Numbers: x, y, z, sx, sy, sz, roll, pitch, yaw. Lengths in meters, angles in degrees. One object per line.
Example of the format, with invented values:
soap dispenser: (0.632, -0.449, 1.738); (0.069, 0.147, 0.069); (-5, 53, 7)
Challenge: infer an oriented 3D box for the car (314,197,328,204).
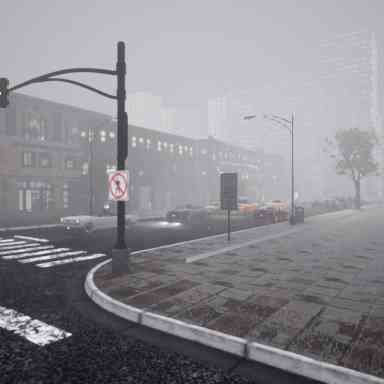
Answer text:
car: (28.219, 1.828, 72.579); (1.967, 1.590, 4.097); (0, -1, 35)

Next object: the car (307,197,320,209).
car: (19.336, 1.749, 49.864); (2.128, 1.511, 4.902); (0, 0, 35)

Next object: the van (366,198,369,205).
van: (31.898, 1.699, 63.241); (1.690, 1.788, 3.998); (0, -1, 35)

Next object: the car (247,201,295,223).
car: (6.519, 1.670, 27.044); (1.887, 1.381, 4.507); (0, 0, 35)

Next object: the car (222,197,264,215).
car: (5.539, 1.507, 35.783); (2.097, 1.767, 4.553); (0, 0, 35)

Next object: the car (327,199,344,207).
car: (25.127, 1.913, 58.102); (1.895, 1.301, 4.718); (0, 0, 35)

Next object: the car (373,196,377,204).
car: (38.352, 1.948, 72.420); (1.752, 1.417, 4.829); (0, -1, 35)

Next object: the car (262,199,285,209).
car: (12.233, 1.759, 49.836); (1.752, 1.417, 4.829); (0, -1, 35)

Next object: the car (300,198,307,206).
car: (18.686, 1.846, 59.016); (2.008, 1.369, 4.403); (0, -1, 35)

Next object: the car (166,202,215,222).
car: (-0.272, 1.672, 27.521); (1.994, 1.385, 4.181); (0, 0, 36)

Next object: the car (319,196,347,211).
car: (19.187, 1.676, 45.157); (1.967, 1.590, 4.097); (0, -1, 35)

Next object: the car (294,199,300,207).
car: (15.508, 1.815, 54.496); (2.008, 1.369, 4.403); (0, -1, 35)

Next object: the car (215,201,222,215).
car: (2.699, 1.674, 36.273); (1.752, 1.417, 4.829); (0, 0, 35)

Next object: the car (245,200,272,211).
car: (9.153, 1.756, 45.454); (2.008, 1.369, 4.403); (0, 0, 35)

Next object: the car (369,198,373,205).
car: (35.076, 1.971, 67.759); (1.802, 1.307, 4.206); (0, -1, 35)

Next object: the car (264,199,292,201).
car: (11.412, 1.684, 44.082); (1.882, 1.535, 5.008); (0, 0, 36)

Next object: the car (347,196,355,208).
car: (22.364, 1.581, 49.679); (2.192, 1.841, 5.009); (0, -1, 35)

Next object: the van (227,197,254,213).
van: (5.975, 1.518, 40.934); (1.690, 1.788, 3.998); (0, 0, 35)

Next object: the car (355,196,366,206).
car: (28.720, 1.642, 58.721); (2.192, 1.841, 5.009); (0, -1, 35)

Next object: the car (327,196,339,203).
car: (34.575, 1.893, 81.621); (1.967, 1.590, 4.097); (0, -1, 35)

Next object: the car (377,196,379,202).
car: (41.431, 2.037, 76.801); (1.802, 1.307, 4.206); (0, -1, 35)

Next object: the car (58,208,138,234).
car: (-5.525, 1.668, 20.063); (1.895, 1.301, 4.718); (0, 0, 35)

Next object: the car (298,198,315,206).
car: (21.864, 1.876, 63.538); (2.008, 1.369, 4.403); (0, -1, 35)
